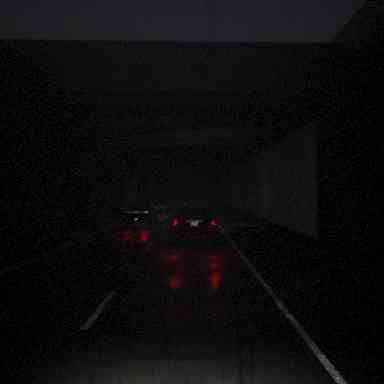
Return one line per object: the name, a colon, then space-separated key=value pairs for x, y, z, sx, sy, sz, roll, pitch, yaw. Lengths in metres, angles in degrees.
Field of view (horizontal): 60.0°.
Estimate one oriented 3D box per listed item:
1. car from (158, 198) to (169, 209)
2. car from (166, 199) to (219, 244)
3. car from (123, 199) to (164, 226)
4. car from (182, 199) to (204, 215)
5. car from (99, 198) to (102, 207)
car: x=-3.401 y=1.434 z=39.831 sx=2.128 sy=1.511 sz=4.902 roll=0 pitch=0 yaw=0
car: x=0.099 y=1.330 z=15.720 sx=2.097 sy=1.767 sz=4.553 roll=0 pitch=0 yaw=0
car: x=-3.401 y=1.459 z=22.699 sx=2.128 sy=1.511 sz=4.902 roll=0 pitch=0 yaw=0
car: x=0.099 y=1.498 z=34.678 sx=2.033 sy=1.411 sz=5.357 roll=0 pitch=0 yaw=0
car: x=-10.593 y=1.468 z=40.453 sx=1.812 sy=1.442 sz=4.674 roll=0 pitch=0 yaw=0
